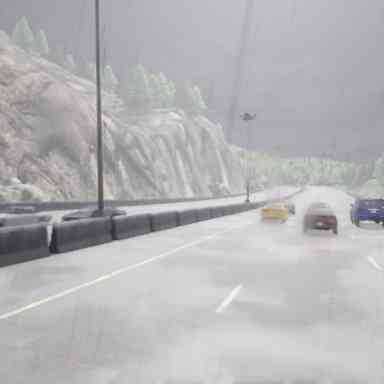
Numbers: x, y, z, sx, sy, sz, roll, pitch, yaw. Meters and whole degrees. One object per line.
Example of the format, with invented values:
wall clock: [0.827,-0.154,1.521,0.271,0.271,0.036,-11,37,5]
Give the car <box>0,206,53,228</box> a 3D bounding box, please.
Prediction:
car: [-11.011,1.566,20.581,1.895,1.301,4.718,1,0,21]

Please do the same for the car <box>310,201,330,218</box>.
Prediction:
car: [13.501,1.827,35.179,1.837,1.490,4.892,1,0,21]

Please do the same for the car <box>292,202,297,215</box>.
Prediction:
car: [11.134,1.858,38.792,2.033,1.411,5.357,1,0,21]

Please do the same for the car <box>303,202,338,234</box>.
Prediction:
car: [8.106,1.669,21.031,1.882,1.535,5.008,1,0,21]

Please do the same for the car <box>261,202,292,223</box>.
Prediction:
car: [7.133,1.692,28.305,1.882,1.535,5.008,1,0,21]

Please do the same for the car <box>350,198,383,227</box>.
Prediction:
car: [13.660,1.500,25.766,2.150,2.045,5.566,1,0,21]

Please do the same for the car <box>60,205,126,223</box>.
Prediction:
car: [-6.458,1.576,22.692,2.033,1.411,5.357,1,0,21]
